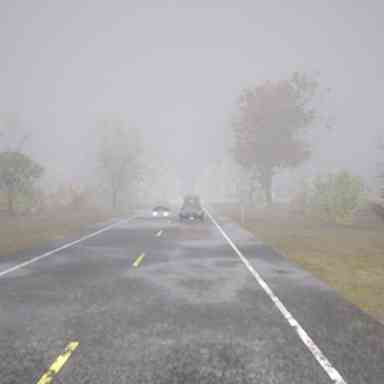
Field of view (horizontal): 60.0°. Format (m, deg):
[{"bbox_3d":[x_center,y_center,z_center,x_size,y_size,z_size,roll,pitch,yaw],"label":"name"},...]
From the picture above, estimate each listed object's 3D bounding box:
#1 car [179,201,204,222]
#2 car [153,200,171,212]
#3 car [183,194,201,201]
[{"bbox_3d":[-0.022,1.632,26.670,1.895,1.301,4.718,0,0,0],"label":"car"},{"bbox_3d":[-3.572,1.619,40.349,2.033,1.411,5.357,0,0,0],"label":"car"},{"bbox_3d":[-0.007,1.298,42.959,2.150,2.045,5.566,0,0,0],"label":"car"}]
